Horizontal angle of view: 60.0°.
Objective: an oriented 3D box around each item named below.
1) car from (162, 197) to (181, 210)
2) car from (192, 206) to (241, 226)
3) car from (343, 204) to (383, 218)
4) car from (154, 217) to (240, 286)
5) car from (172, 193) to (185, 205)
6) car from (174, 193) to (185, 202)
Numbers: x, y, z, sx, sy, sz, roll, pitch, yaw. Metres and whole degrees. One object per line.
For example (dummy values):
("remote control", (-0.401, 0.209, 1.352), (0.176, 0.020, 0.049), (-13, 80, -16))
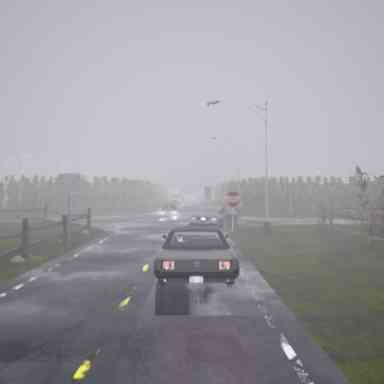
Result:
("car", (-2.859, 1.622, 43.129), (1.895, 1.301, 4.718), (0, 0, 0))
("car", (1.594, 1.563, 21.095), (2.033, 1.411, 5.357), (0, 0, 22))
("car", (15.235, 1.707, 28.460), (4.181, 1.385, 1.994), (0, -1, 0))
("car", (0.099, 1.609, 9.408), (1.895, 1.301, 4.718), (0, 0, 0))
("car", (-2.826, 1.374, 57.867), (2.097, 1.767, 4.553), (0, 0, 0))
("car", (-2.778, 1.196, 73.134), (2.150, 2.045, 5.566), (0, 0, 0))
